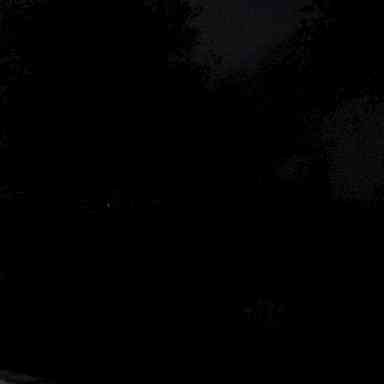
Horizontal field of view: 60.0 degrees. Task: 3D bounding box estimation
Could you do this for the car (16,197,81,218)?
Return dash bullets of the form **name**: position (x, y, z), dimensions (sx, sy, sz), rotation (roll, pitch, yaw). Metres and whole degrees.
- **car**: position (-11.445, 1.185, 26.916), dimensions (1.882, 1.535, 5.008), rotation (1, 1, 45)
